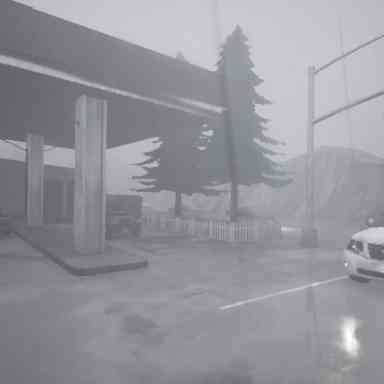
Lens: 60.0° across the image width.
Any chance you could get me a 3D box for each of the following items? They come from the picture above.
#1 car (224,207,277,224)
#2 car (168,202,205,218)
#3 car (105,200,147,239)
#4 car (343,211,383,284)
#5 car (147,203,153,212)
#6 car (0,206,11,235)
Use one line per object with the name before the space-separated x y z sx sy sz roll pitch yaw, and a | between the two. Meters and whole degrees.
car | 4.307 1.814 24.936 1.994 1.385 4.181 1 0 -35
car | -0.606 1.718 31.937 1.812 1.442 4.674 1 0 -35
car | -4.413 1.446 18.345 1.905 1.878 3.866 1 0 -36
car | 6.187 1.281 8.745 5.566 2.045 2.150 0 0 -39
car | -6.467 1.650 40.267 1.812 1.442 4.674 1 0 -35
car | -11.544 1.522 18.557 2.242 1.667 4.611 1 0 -36
